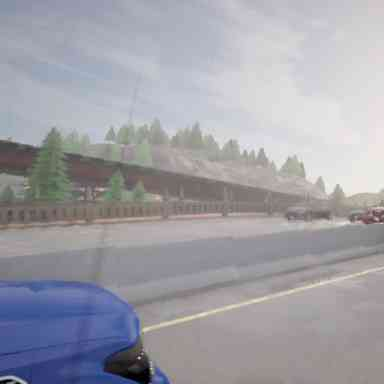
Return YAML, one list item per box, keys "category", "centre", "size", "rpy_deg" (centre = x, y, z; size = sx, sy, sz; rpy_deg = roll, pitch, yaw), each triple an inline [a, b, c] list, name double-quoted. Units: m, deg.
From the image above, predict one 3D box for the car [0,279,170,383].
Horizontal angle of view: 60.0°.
- category: "car"
  centre: [-2.822, 1.209, 1.735]
  size: [5.566, 2.045, 2.150]
  rpy_deg: [1, 0, -35]

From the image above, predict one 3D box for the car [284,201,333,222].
- category: "car"
  centre: [9.917, 1.559, 28.177]
  size: [4.553, 1.767, 2.097]
  rpy_deg: [2, -1, -35]

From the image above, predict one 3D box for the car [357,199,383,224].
- category: "car"
  centre: [13.809, 1.429, 22.353]
  size: [5.566, 2.045, 2.150]
  rpy_deg: [2, -1, -35]

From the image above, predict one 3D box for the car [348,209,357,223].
- category: "car"
  centre: [14.753, 1.826, 27.279]
  size: [4.892, 1.490, 1.837]
  rpy_deg: [3, -2, -35]
